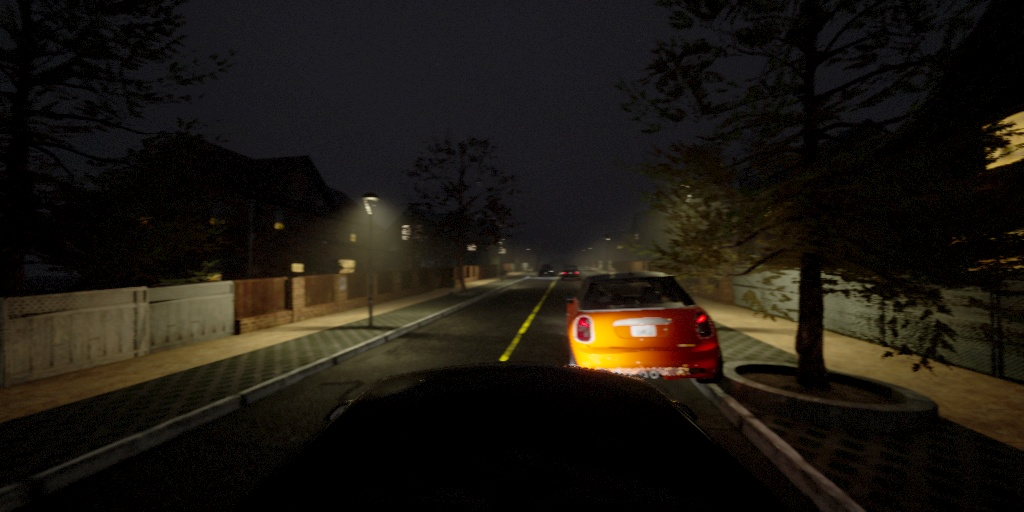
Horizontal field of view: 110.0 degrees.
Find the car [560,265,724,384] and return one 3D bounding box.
[{"bbox_3d":[2.095,1.079,6.909,2.097,1.767,4.553,-4,-2,9],"label":"car"}]

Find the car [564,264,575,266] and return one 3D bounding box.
[{"bbox_3d":[5.785,1.642,35.458,2.033,1.411,5.357,-1,-1,9],"label":"car"}]

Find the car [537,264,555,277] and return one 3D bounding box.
[{"bbox_3d":[4.248,1.746,43.801,1.837,1.490,4.892,-1,-1,9],"label":"car"}]
